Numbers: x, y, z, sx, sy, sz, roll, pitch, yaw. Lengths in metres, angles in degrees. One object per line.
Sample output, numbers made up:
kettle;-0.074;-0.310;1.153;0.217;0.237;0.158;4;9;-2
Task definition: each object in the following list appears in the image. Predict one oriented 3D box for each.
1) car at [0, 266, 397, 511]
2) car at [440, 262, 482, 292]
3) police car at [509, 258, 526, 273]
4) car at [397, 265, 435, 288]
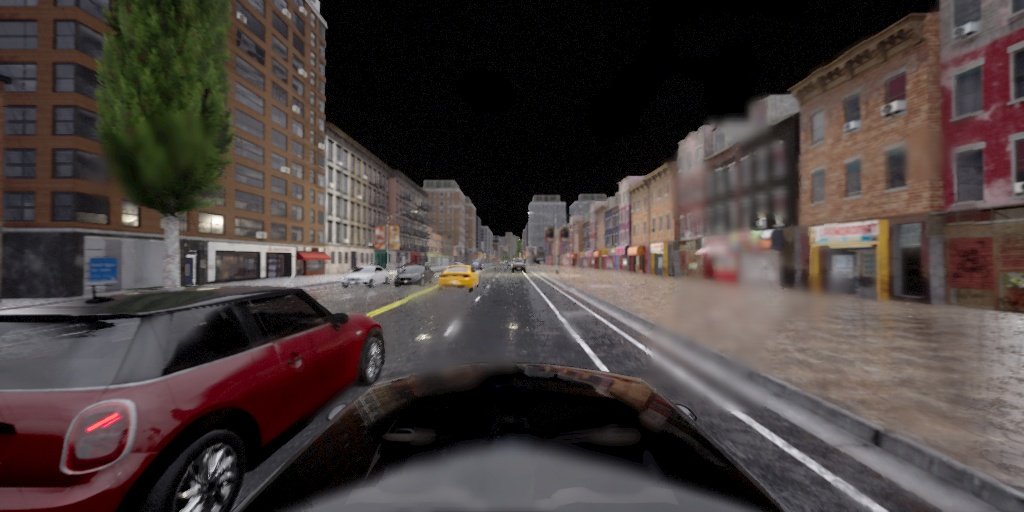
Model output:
car;-3.151;1.105;4.123;2.097;1.767;4.553;0;0;0
car;-3.160;1.308;22.234;1.882;1.535;5.008;0;0;0
police car;0.956;1.506;50.485;1.930;1.638;5.238;0;-1;0
car;-6.606;1.353;24.725;1.837;1.490;4.892;0;0;0
